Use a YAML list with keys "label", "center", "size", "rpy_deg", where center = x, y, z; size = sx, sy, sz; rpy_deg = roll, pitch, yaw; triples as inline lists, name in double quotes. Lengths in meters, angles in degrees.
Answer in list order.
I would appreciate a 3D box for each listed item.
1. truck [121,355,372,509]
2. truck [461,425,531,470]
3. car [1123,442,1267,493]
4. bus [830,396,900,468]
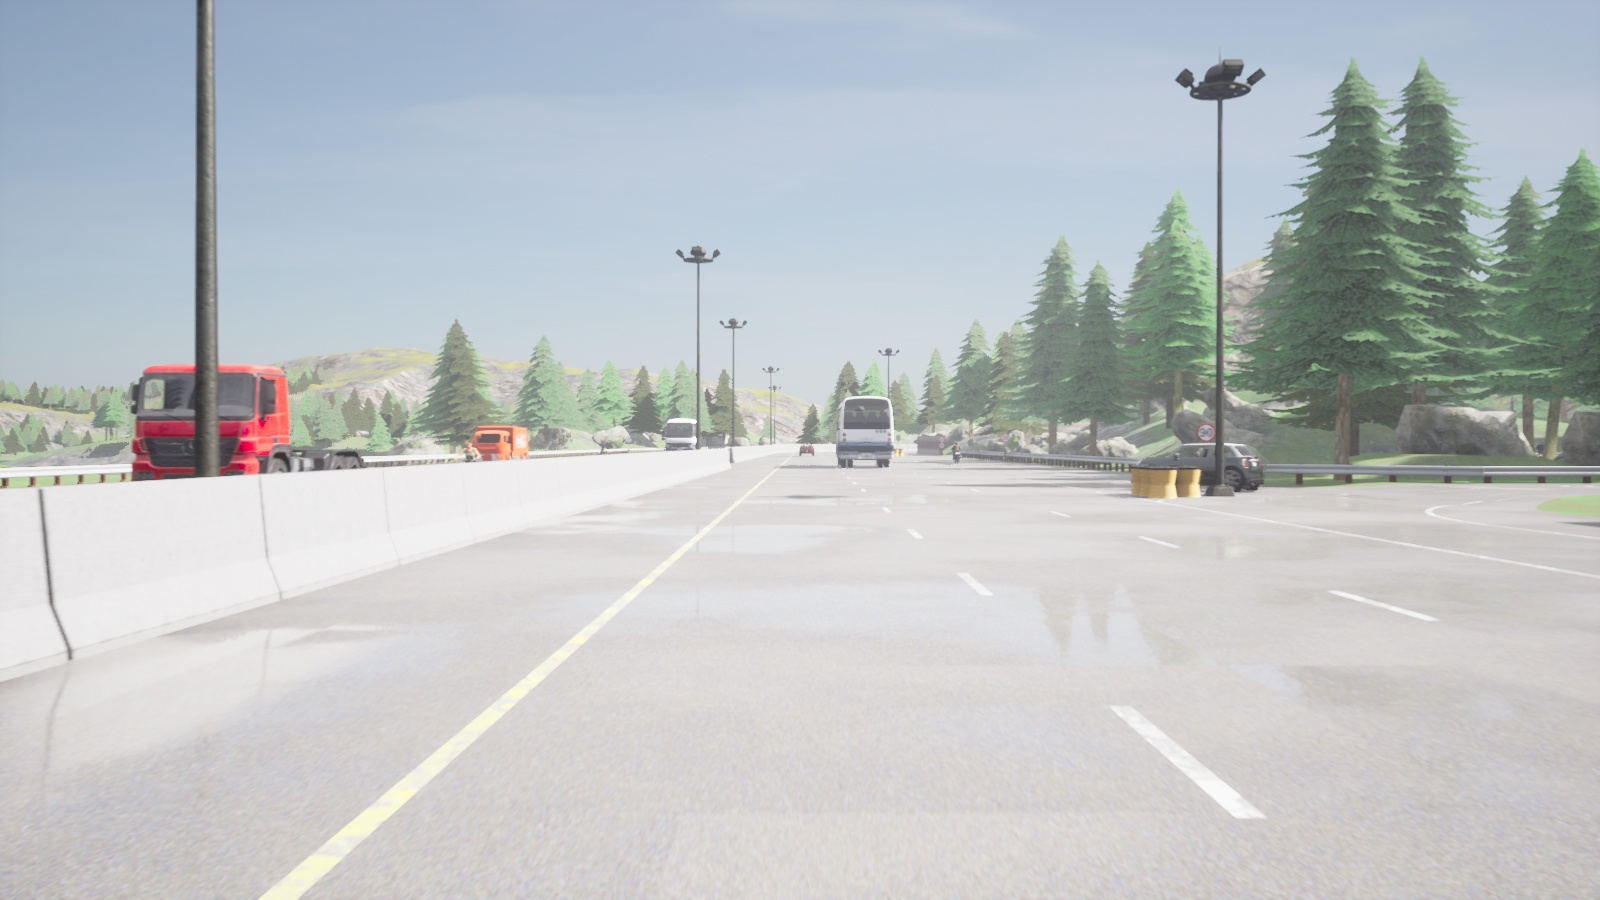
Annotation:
- label: "truck"
  center: [-13.798, -0.428, 32.222]
  size: [2.891, 3.462, 7.936]
  rpy_deg: [0, 0, 0]
- label: "truck"
  center: [-17.077, -0.150, 70.867]
  size: [2.627, 2.467, 5.204]
  rpy_deg: [0, 0, 0]
- label: "car"
  center: [12.227, 0.501, 38.922]
  size: [3.806, 1.475, 1.970]
  rpy_deg: [0, 1, 39]
- label: "bus"
  center: [3.975, -1.076, 79.646]
  size: [3.944, 4.253, 10.273]
  rpy_deg: [0, 0, 0]
